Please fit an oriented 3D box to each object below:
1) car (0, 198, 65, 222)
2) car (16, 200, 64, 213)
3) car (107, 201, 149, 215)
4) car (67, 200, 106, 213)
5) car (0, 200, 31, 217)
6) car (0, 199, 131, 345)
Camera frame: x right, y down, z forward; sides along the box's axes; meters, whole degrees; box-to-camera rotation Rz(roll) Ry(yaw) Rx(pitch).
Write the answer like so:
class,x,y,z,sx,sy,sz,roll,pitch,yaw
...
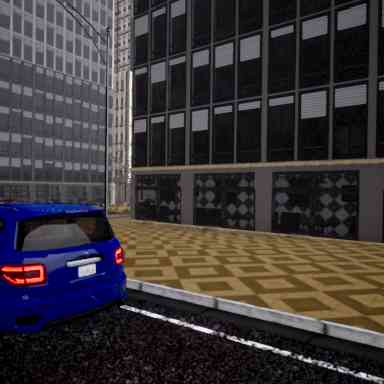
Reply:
class,x,y,z,sx,sy,sz,roll,pitch,yaw
car,-14.149,1.515,29.528,2.192,1.841,5.009,1,0,36
car,-17.647,1.637,38.903,1.752,1.417,4.829,1,0,36
car,-7.352,1.826,38.740,1.752,1.417,4.829,1,0,36
car,-12.936,1.757,40.924,1.994,1.385,4.181,1,0,36
car,-18.847,1.610,32.904,1.837,1.490,4.892,1,0,36
car,-3.701,1.217,6.322,5.566,2.045,2.150,0,0,35
